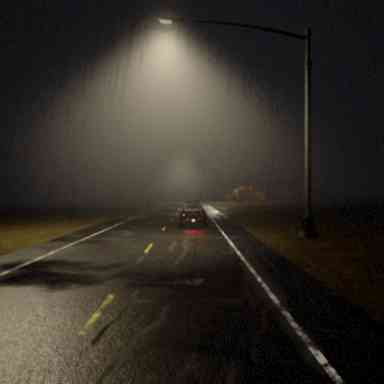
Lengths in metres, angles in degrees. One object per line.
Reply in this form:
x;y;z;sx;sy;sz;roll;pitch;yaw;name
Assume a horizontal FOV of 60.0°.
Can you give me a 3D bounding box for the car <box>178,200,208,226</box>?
0.089;1.568;23.910;1.837;1.490;4.892;0;0;0;car
